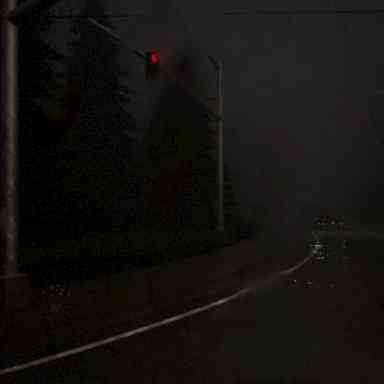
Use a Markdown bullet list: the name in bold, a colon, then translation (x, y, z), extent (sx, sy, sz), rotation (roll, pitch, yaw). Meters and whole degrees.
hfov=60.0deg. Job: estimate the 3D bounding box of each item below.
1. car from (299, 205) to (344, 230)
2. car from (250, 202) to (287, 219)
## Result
- **car**: translation (8.901, 1.711, 23.157), extent (1.837, 1.490, 4.892), rotation (0, -1, 3)
- **car**: translation (7.569, 1.797, 33.458), extent (2.128, 1.511, 4.902), rotation (0, -1, -19)
